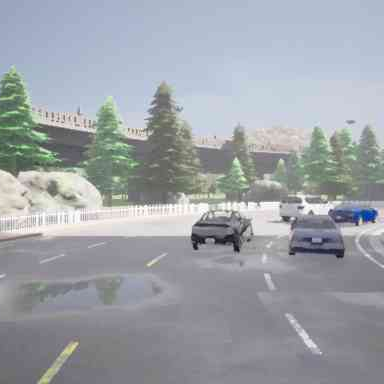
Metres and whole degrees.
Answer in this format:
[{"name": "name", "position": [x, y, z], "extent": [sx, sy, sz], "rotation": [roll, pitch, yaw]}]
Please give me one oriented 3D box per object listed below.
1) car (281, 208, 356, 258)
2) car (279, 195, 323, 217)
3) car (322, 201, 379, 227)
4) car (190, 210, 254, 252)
[{"name": "car", "position": [4.714, 1.563, 12.859], "extent": [2.033, 1.411, 5.357], "rotation": [0, 0, 18]}, {"name": "car", "position": [8.939, 1.258, 25.732], "extent": [5.566, 2.045, 2.150], "rotation": [0, 0, -43]}, {"name": "car", "position": [11.299, 1.485, 23.147], "extent": [5.008, 1.535, 1.882], "rotation": [0, 0, -43]}, {"name": "car", "position": [1.388, 1.495, 13.949], "extent": [2.128, 1.511, 4.902], "rotation": [0, 0, 18]}]
